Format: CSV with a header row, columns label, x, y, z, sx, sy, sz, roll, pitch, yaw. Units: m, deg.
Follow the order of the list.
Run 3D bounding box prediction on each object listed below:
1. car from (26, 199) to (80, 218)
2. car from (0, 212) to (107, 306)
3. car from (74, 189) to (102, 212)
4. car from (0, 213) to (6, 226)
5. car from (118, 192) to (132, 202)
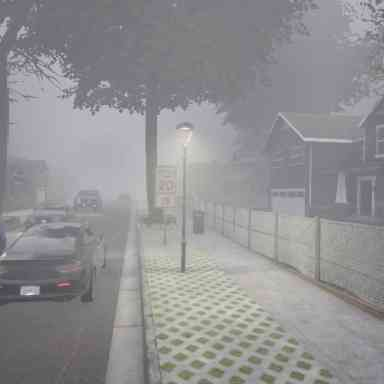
label,x,y,z,sx,sy,sz,roll,pitch,yaw
car,-7.821,1.305,18.678,1.994,1.385,4.181,1,1,-10
car,-3.063,1.439,7.768,1.812,1.442,4.674,1,1,-10
car,-10.214,0.775,32.895,2.150,2.045,5.566,1,1,-9
car,-5.803,1.101,6.889,2.150,2.045,5.566,1,1,-10
car,-10.515,0.800,51.926,1.837,1.490,4.892,1,1,-10
